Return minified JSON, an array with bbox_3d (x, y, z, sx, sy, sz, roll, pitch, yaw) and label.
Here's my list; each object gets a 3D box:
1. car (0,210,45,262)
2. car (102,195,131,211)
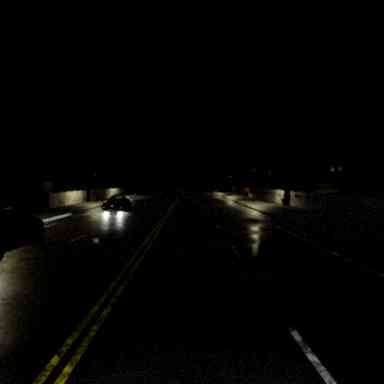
[{"bbox_3d":[-6.732,1.394,11.534,1.812,1.442,4.674,0,1,-1],"label":"car"},{"bbox_3d":[-6.890,0.971,30.665,1.994,1.385,4.181,0,1,0],"label":"car"}]
